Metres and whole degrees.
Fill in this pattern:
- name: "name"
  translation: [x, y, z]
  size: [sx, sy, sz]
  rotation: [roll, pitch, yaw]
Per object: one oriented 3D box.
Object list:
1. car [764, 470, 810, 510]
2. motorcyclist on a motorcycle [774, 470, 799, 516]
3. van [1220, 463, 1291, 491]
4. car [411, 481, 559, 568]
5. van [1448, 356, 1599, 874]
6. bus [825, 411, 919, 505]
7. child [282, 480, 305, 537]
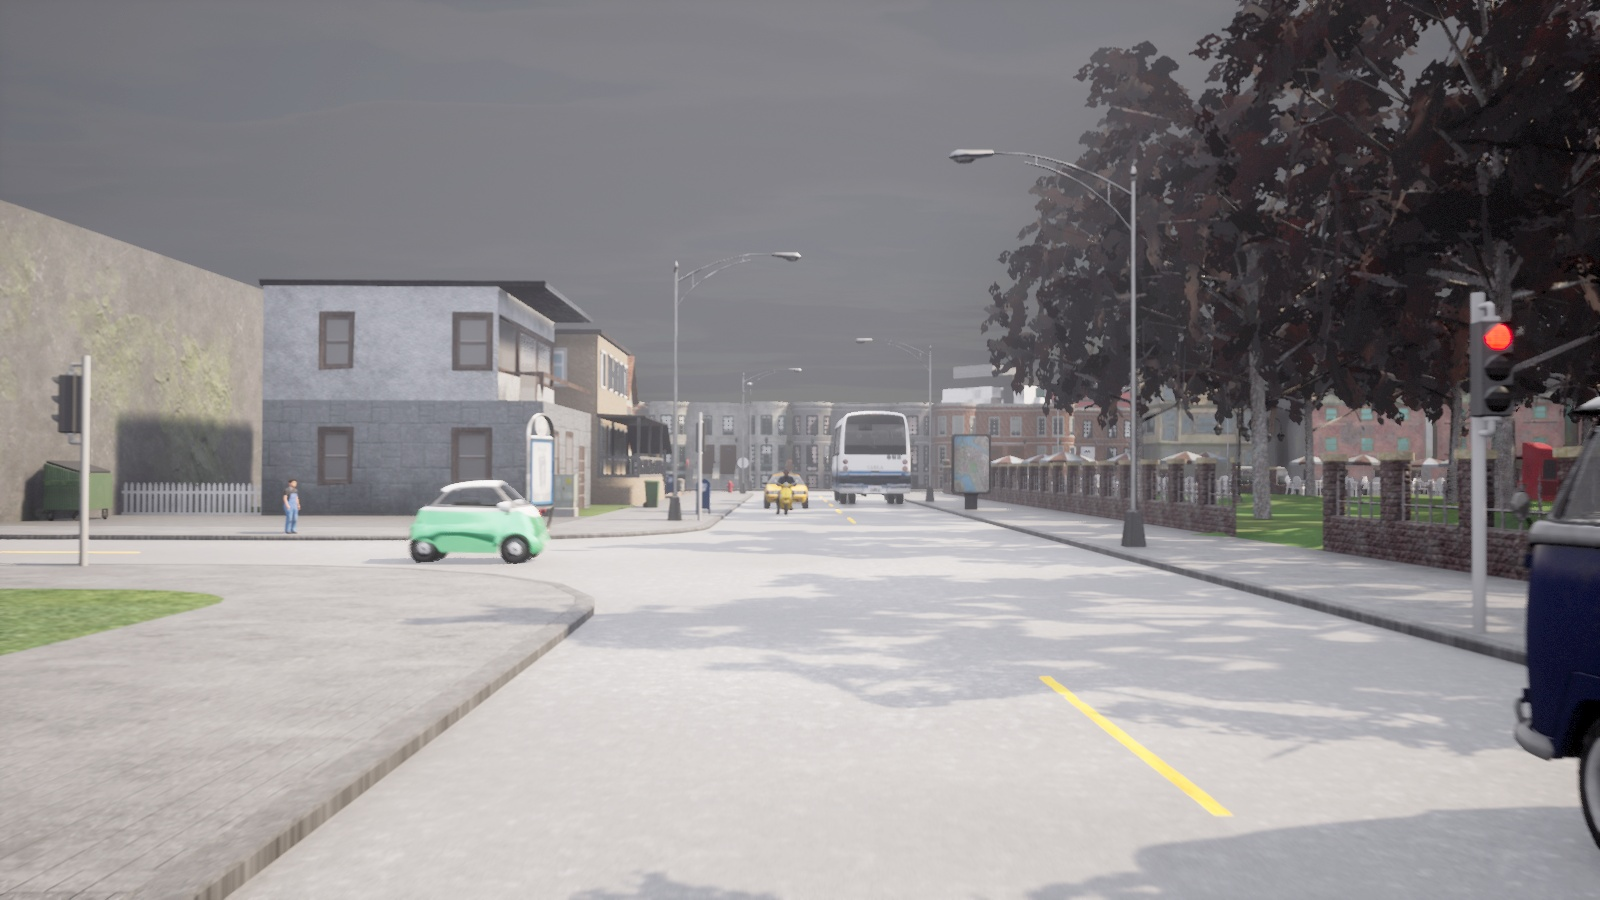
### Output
- name: "car"
  translation: [-0.551, 1.626, 52.737]
  size: [1.801, 1.575, 5.366]
  rotation: [0, -1, -1]
- name: "motorcyclist on a motorcycle"
  translation: [-0.462, 1.502, 44.361]
  size: [0.866, 1.590, 1.817]
  rotation: [0, -1, 0]
- name: "van"
  translation: [33.097, 1.945, 91.302]
  size: [4.442, 1.987, 1.775]
  rotation: [0, -1, -1]
- name: "car"
  translation: [-5.304, 1.242, 21.331]
  size: [2.207, 1.376, 1.481]
  rotation: [-1, -1, -3]
- name: "van"
  translation: [4.009, 0.611, 3.644]
  size: [1.775, 1.987, 4.442]
  rotation: [0, -1, -3]
- name: "bus"
  translation: [3.348, 0.448, 61.994]
  size: [3.944, 4.253, 10.273]
  rotation: [0, -1, -1]
- name: "child"
  translation: [-11.335, 1.313, 28.119]
  size: [0.437, 1.263, 0.270]
  rotation: [-1, -1, 33]
